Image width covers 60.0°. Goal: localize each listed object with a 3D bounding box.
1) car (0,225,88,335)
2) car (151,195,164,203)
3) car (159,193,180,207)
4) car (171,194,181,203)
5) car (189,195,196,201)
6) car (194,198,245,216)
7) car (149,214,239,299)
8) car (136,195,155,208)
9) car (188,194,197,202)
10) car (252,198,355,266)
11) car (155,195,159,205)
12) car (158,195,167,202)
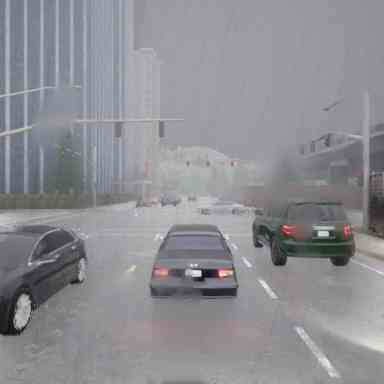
[{"bbox_3d":[-3.593,1.505,6.762,1.837,1.490,4.892,0,0,0],"label":"car"},{"bbox_3d":[-6.979,1.491,68.031,2.128,1.511,4.902,0,0,0],"label":"car"},{"bbox_3d":[-3.561,1.221,52.829,2.150,2.045,5.566,0,0,0],"label":"car"},{"bbox_3d":[-3.464,1.355,72.558,2.097,1.767,4.553,0,0,0],"label":"car"},{"bbox_3d":[0.045,1.500,88.905,1.837,1.490,4.892,0,0,0],"label":"car"},{"bbox_3d":[2.810,1.551,32.218,4.674,1.442,1.812,0,0,0],"label":"car"},{"bbox_3d":[0.059,1.547,8.642,2.033,1.411,5.357,0,0,1],"label":"car"},{"bbox_3d":[-7.067,1.504,48.902,1.837,1.490,4.892,0,0,0],"label":"car"},{"bbox_3d":[0.039,1.355,78.660,2.097,1.767,4.553,0,0,0],"label":"car"},{"bbox_3d":[3.577,1.221,11.674,2.150,2.045,5.566,0,0,1],"label":"car"},{"bbox_3d":[-7.050,1.352,58.094,2.097,1.767,4.553,0,0,0],"label":"car"},{"bbox_3d":[-6.961,1.516,78.269,1.812,1.442,4.674,0,0,0],"label":"car"}]
